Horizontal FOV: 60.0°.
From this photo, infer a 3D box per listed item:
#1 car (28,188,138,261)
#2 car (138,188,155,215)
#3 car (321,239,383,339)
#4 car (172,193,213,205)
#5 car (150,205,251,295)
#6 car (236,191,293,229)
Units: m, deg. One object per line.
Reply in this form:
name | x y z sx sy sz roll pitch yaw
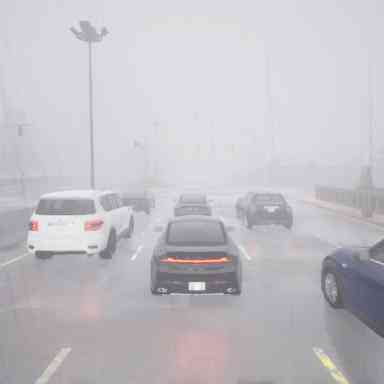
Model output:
car | -3.440 0.919 11.325 2.150 2.045 5.566 0 3 0
car | -3.494 0.497 21.538 1.882 1.535 5.008 0 4 0
car | 3.588 1.290 4.695 2.097 1.767 4.553 0 1 0
car | 0.029 0.809 17.523 1.837 1.490 4.892 0 4 0
car | 0.076 1.335 8.321 1.837 1.490 4.892 0 2 0
car | 3.532 0.697 16.958 2.097 1.767 4.553 0 4 0
